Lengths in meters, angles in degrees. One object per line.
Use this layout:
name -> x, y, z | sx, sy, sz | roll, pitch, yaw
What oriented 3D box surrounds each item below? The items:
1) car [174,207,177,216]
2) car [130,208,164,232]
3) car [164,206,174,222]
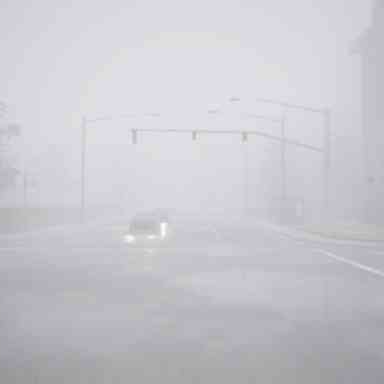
car -> -3.531, 3.065, 54.251 | 1.882, 1.535, 5.008 | 0, -2, 0
car -> -3.604, 2.255, 26.167 | 1.882, 1.535, 5.008 | 0, -2, 0
car -> -3.605, 2.631, 38.717 | 2.128, 1.511, 4.902 | 0, -2, 0
